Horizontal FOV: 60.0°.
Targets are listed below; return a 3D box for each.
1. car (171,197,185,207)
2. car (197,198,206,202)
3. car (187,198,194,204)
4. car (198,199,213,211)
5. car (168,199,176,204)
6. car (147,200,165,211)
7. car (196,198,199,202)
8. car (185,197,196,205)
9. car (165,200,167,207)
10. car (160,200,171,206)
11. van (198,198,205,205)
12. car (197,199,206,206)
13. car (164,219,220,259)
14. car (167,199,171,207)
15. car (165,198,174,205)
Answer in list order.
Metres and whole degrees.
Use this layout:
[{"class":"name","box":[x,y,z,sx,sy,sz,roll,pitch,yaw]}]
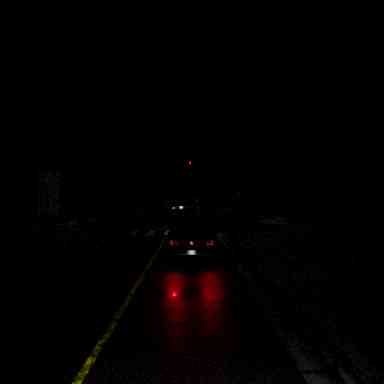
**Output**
[{"class":"car","box":[-3.099,2.288,70.589,1.882,1.535,5.008,0,-1,0]},{"class":"car","box":[2.287,2.281,61.733,1.802,1.307,4.206,0,-1,0]},{"class":"car","box":[-0.346,2.396,88.277,1.812,1.442,4.674,0,-1,0]},{"class":"car","box":[2.286,2.132,50.711,1.947,1.339,4.313,0,-1,0]},{"class":"car","box":[-5.734,2.676,94.795,2.008,1.369,4.403,0,-1,0]},{"class":"car","box":[-5.739,2.006,50.714,1.967,1.590,4.097,0,-1,0]},{"class":"car","box":[2.288,2.334,67.243,1.947,1.339,4.313,0,-1,0]},{"class":"car","box":[-0.348,2.453,78.273,1.994,1.385,4.181,0,-1,0]},{"class":"car","box":[-5.739,2.073,56.225,1.967,1.590,4.097,0,-1,0]},{"class":"car","box":[-5.736,2.388,72.754,2.008,1.369,4.403,0,-1,0]},{"class":"van","box":[2.290,2.321,83.776,1.690,1.788,3.998,0,-1,0]},{"class":"car","box":[2.289,2.459,78.264,2.008,1.369,4.403,0,-1,0]},{"class":"car","box":[0.009,1.739,13.249,1.895,1.301,4.718,0,-1,0]},{"class":"car","box":[-5.737,2.350,67.243,1.802,1.307,4.206,0,-1,0]},{"class":"car","box":[-5.735,2.420,83.776,1.967,1.590,4.097,0,-1,0]}]
